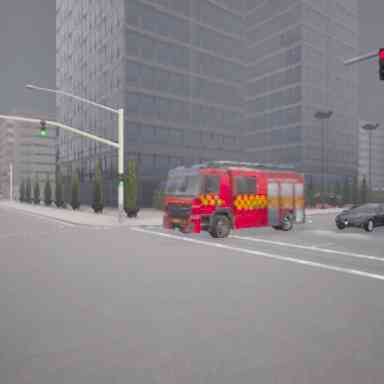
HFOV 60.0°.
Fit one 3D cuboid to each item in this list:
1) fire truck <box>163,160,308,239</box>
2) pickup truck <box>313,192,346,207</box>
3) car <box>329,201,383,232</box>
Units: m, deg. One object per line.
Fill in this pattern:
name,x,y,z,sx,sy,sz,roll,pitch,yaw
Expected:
fire truck,2.639,0.337,18.441,8.468,3.827,2.891,0,0,-37
pickup truck,18.287,1.050,46.673,6.274,2.098,2.390,0,0,-6
car,10.631,1.502,20.222,4.892,1.490,1.837,0,0,-37
